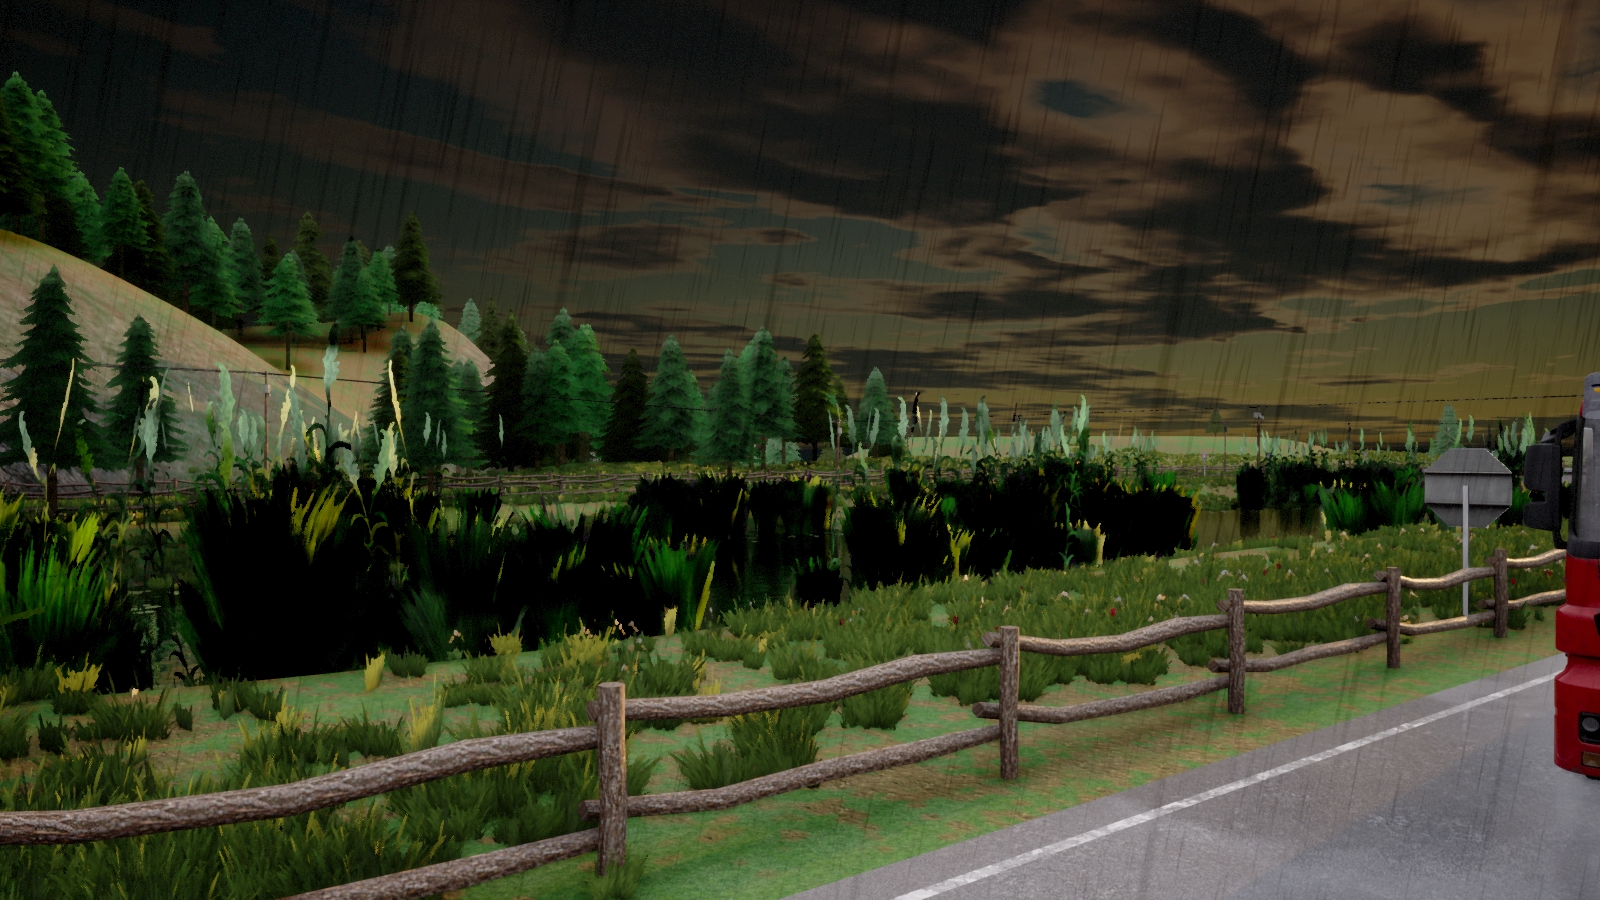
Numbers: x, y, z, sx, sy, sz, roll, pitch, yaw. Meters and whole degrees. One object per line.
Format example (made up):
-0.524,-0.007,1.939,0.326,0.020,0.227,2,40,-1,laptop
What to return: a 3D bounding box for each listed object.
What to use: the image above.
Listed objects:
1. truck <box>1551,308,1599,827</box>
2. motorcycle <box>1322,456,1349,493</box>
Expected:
9.482,0.862,10.937,2.891,3.827,8.468,0,0,40,truck
34.910,1.577,74.485,2.033,2.348,0.803,0,0,-39,motorcycle
